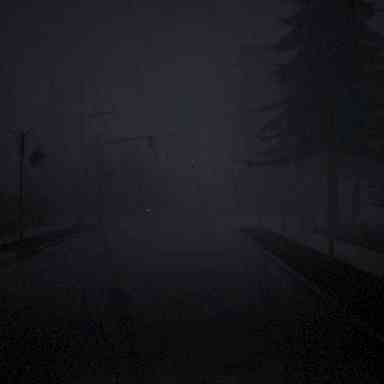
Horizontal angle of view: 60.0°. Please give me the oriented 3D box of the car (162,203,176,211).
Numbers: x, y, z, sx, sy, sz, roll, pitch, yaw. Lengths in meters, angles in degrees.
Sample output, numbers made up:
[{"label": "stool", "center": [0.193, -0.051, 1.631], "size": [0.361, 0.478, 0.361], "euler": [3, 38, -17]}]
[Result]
[{"label": "car", "center": [-3.648, 2.318, 52.571], "size": [1.895, 1.301, 4.718], "euler": [0, -1, 0]}]
